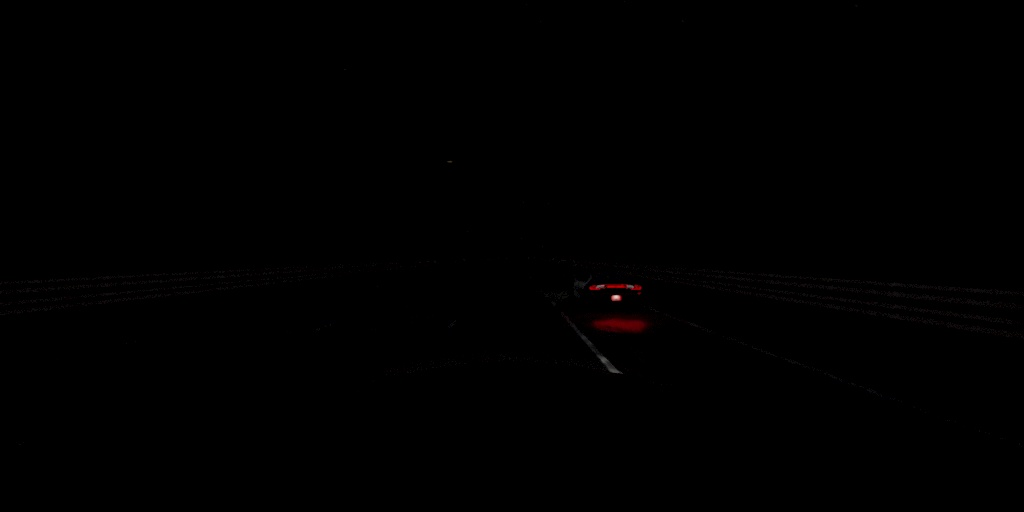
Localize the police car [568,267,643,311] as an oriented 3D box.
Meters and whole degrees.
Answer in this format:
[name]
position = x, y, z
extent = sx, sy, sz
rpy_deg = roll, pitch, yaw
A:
[police car]
position = 3.550, 1.249, 14.638
extent = 2.038, 1.542, 4.974
rpy_deg = 0, 0, 0
